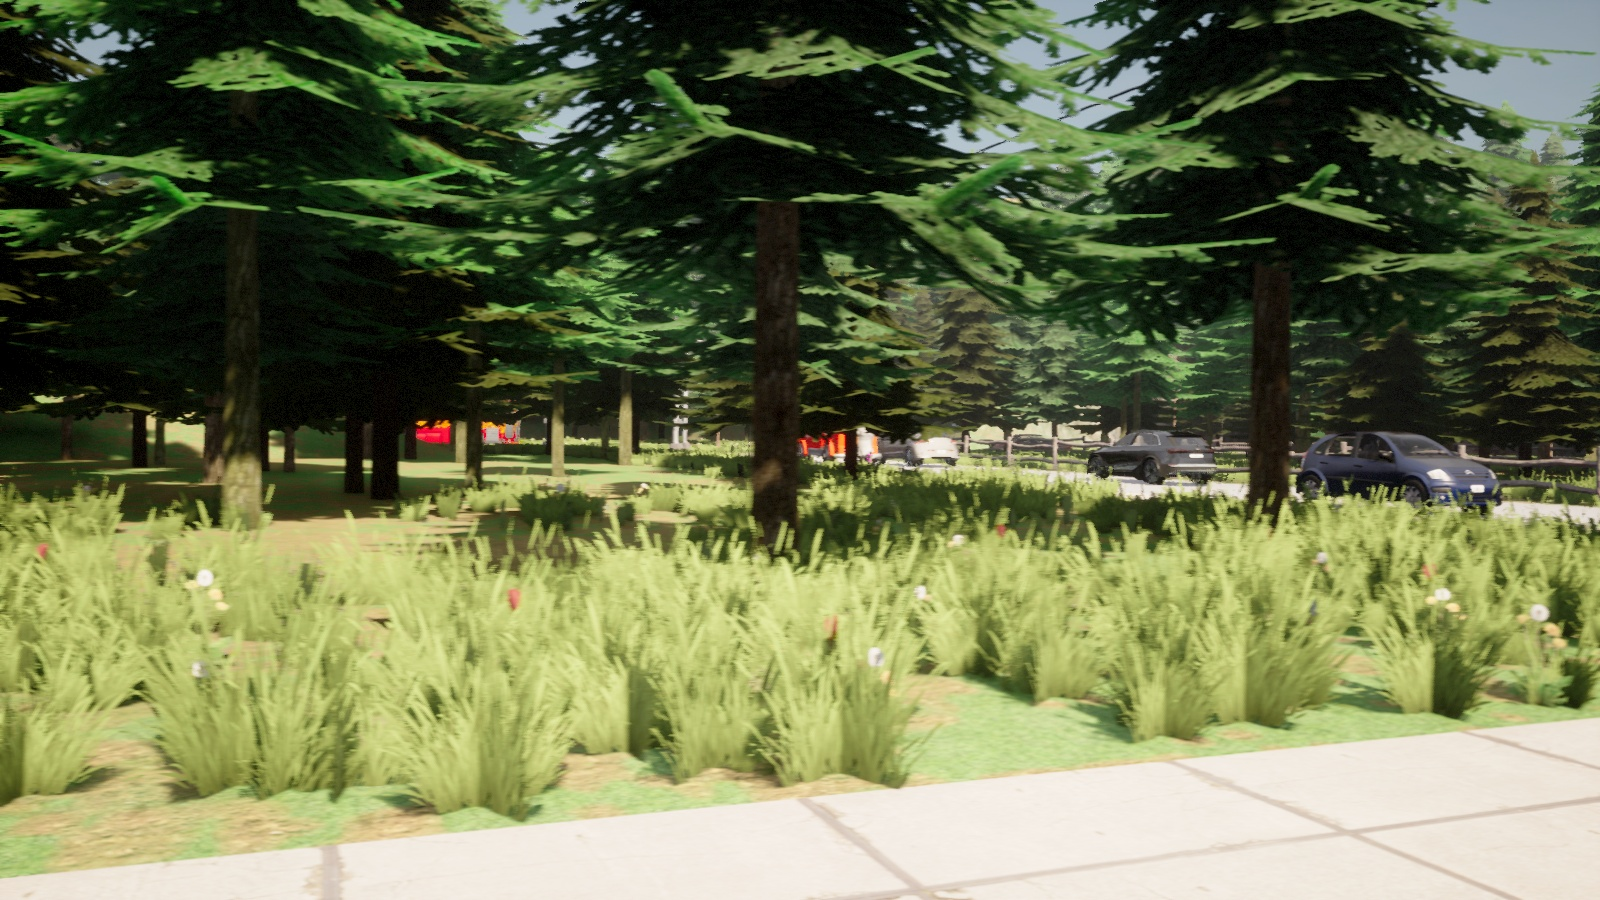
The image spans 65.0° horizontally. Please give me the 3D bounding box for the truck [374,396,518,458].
[{"bbox_3d":[-22.824,-1.466,81.074,8.468,3.827,2.891,0,1,12],"label":"truck"}]

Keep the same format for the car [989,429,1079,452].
[{"bbox_3d":[15.148,-0.643,81.468,5.357,1.411,2.033,-1,1,-4],"label":"car"}]

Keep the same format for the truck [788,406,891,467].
[{"bbox_3d":[1.608,-0.608,53.770,2.627,2.467,5.204,-1,1,-20],"label":"truck"}]

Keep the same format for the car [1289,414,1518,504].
[{"bbox_3d":[11.860,0.127,24.972,1.851,1.617,3.988,-1,1,-19],"label":"car"}]

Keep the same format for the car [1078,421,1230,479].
[{"bbox_3d":[10.750,-0.042,38.549,2.033,1.649,4.856,-1,1,-20],"label":"car"}]

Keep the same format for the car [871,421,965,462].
[{"bbox_3d":[5.056,-0.391,54.519,2.152,1.651,5.027,-1,1,-20],"label":"car"}]

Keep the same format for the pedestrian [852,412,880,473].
[{"bbox_3d":[2.118,-0.246,40.375,0.659,1.952,0.873,-1,1,-14],"label":"pedestrian"}]
